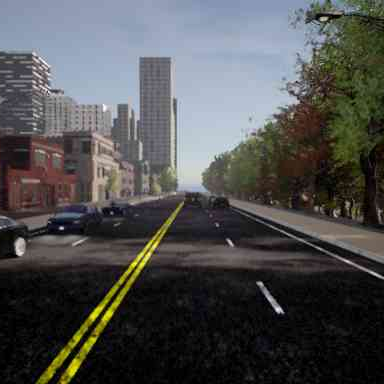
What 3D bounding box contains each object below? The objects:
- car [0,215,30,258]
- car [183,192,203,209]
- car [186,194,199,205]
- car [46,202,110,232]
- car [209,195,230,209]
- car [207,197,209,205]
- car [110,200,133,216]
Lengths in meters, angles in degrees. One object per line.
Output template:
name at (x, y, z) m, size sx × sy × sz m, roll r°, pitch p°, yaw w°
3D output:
car at (-6.593, 1.432, 9.661) m, size 2.128 × 1.511 × 4.902 m, roll 0°, pitch 0°, yaw 0°
car at (0.110, 0.971, 40.543) m, size 2.150 × 2.045 × 5.566 m, roll 0°, pitch 0°, yaw 0°
car at (0.031, 1.160, 51.150) m, size 1.882 × 1.535 × 5.008 m, roll 0°, pitch 0°, yaw 0°
car at (-6.599, 1.428, 19.463) m, size 2.033 × 1.411 × 5.357 m, roll 0°, pitch 0°, yaw 0°
car at (3.358, 1.232, 39.689) m, size 1.882 × 1.535 × 5.008 m, roll 0°, pitch 0°, yaw 0°
car at (3.259, 1.196, 49.854) m, size 1.837 × 1.490 × 4.892 m, roll 0°, pitch 1°, yaw 0°
car at (-6.586, 1.419, 29.574) m, size 1.895 × 1.301 × 4.718 m, roll 0°, pitch 0°, yaw 0°
